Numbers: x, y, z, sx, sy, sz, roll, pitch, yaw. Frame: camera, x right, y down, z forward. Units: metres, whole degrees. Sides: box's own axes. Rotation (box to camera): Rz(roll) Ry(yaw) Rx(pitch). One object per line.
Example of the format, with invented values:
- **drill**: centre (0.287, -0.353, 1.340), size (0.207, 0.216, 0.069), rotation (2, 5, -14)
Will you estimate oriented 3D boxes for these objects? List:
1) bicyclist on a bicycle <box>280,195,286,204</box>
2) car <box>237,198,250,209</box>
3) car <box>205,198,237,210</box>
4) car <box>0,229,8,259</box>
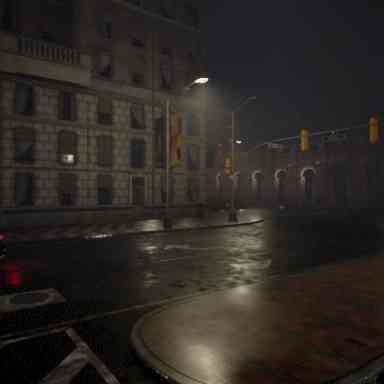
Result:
- **bicyclist on a bicycle**: centre (15.477, 1.298, 56.462), size (1.656, 1.620, 0.582), rotation (0, 0, -36)
- **car**: centre (5.740, 1.524, 45.232), size (1.812, 1.442, 4.674), rotation (0, 0, -36)
- **car**: centre (2.996, 1.490, 43.051), size (2.128, 1.511, 4.902), rotation (0, 0, -36)
- **car**: centre (-7.495, 1.491, 8.470), size (4.902, 1.511, 2.128), rotation (0, 0, -36)
